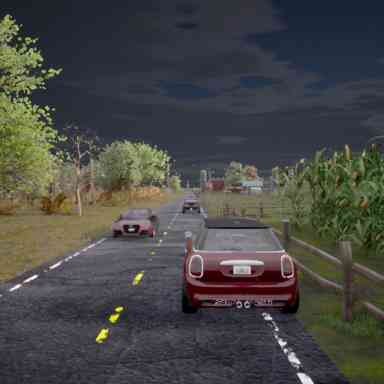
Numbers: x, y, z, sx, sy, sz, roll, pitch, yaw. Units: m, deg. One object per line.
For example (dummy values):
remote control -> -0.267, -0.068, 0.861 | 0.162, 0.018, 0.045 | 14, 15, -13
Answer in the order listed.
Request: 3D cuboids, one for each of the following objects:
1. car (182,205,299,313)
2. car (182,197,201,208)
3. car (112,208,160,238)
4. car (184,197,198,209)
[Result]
car -> 0.873, 1.350, 7.800 | 2.097, 1.767, 4.553 | 0, 0, 0
car -> -0.061, 1.481, 35.993 | 1.837, 1.490, 4.892 | 0, 0, 0
car -> -2.814, 1.557, 17.408 | 1.994, 1.385, 4.181 | 0, 0, 0
car -> -0.110, 1.466, 45.903 | 1.837, 1.490, 4.892 | 0, 0, 0
